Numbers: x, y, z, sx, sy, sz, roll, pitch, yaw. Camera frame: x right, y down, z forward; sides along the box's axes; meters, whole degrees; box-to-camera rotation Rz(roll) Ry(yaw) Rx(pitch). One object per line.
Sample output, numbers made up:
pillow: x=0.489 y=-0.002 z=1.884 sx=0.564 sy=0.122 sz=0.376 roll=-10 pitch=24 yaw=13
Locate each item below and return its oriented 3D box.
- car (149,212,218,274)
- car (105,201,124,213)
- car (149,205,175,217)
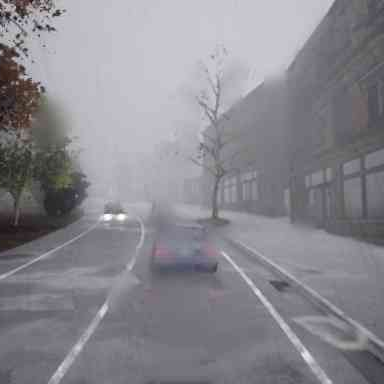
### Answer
car: x=-0.320 y=1.606 z=10.749 sx=2.033 sy=1.411 sz=5.357 roll=0 pitch=0 yaw=-3
car: x=-9.009 y=1.751 z=38.418 sx=1.895 sy=1.301 sz=4.718 roll=2 pitch=-1 yaw=-18
car: x=-2.297 y=1.708 z=25.906 sx=2.033 sy=1.411 sz=5.357 roll=1 pitch=-1 yaw=-10
